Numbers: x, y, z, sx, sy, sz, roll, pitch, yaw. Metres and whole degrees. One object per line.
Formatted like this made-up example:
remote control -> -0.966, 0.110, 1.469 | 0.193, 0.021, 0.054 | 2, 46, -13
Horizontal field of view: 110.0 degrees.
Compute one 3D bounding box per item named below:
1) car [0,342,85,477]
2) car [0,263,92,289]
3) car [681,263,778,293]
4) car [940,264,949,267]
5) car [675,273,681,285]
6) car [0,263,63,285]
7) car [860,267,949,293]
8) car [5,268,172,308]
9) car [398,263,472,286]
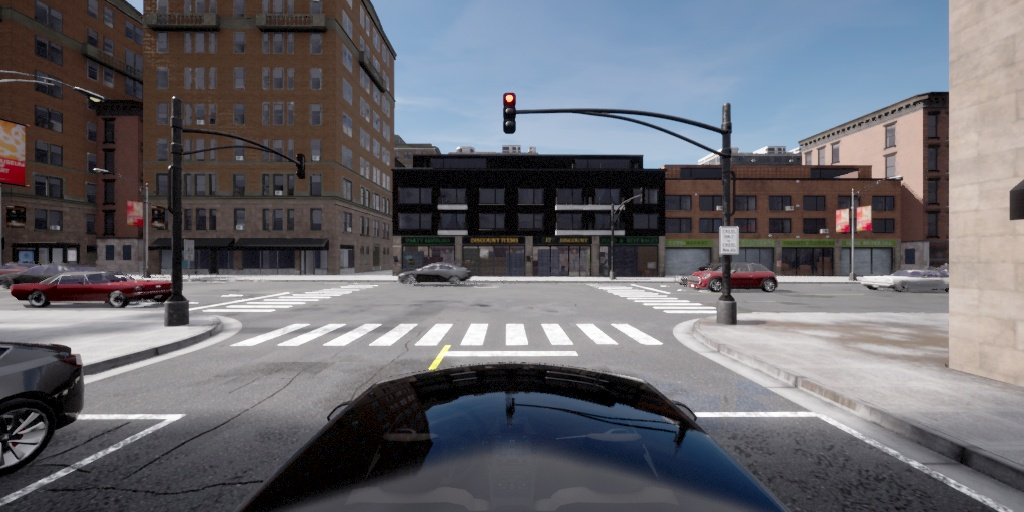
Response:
car -> -5.388, 1.316, 2.005 | 1.948, 1.339, 4.313 | 0, 0, 0
car -> -26.238, 1.181, 20.730 | 5.357, 1.411, 2.033 | 0, 0, -1
car -> 12.932, 1.176, 21.245 | 4.553, 1.767, 2.097 | 0, 0, -1
car -> 30.781, 1.271, 24.727 | 4.553, 1.767, 2.097 | 0, 0, -1
car -> 13.608, 1.354, 24.506 | 4.674, 1.442, 1.812 | 0, 0, -1
car -> -33.295, 1.166, 23.888 | 4.181, 1.385, 1.994 | 0, 0, -1
car -> 23.854, 1.482, 21.389 | 4.718, 1.301, 1.895 | 0, 0, -1
car -> -16.203, 1.281, 14.161 | 4.718, 1.301, 1.895 | 0, 0, -1
car -> -5.156, 1.225, 24.260 | 4.902, 1.511, 2.128 | 0, 0, -1
